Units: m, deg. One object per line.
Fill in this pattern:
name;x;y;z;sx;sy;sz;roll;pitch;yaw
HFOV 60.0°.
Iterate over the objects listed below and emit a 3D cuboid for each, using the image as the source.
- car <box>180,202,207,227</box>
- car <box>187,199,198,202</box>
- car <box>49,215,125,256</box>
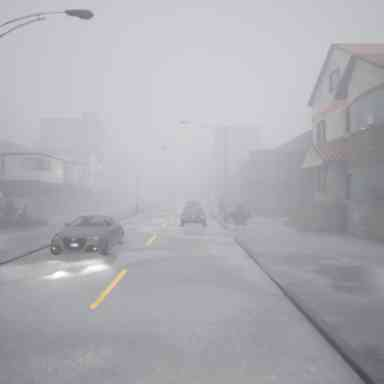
car;0.092;1.677;24.229;2.033;1.411;5.357;0;0;0
car;0.073;1.738;44.017;1.837;1.490;4.892;0;0;0
car;-4.024;1.636;13.379;1.994;1.385;4.181;0;0;0
